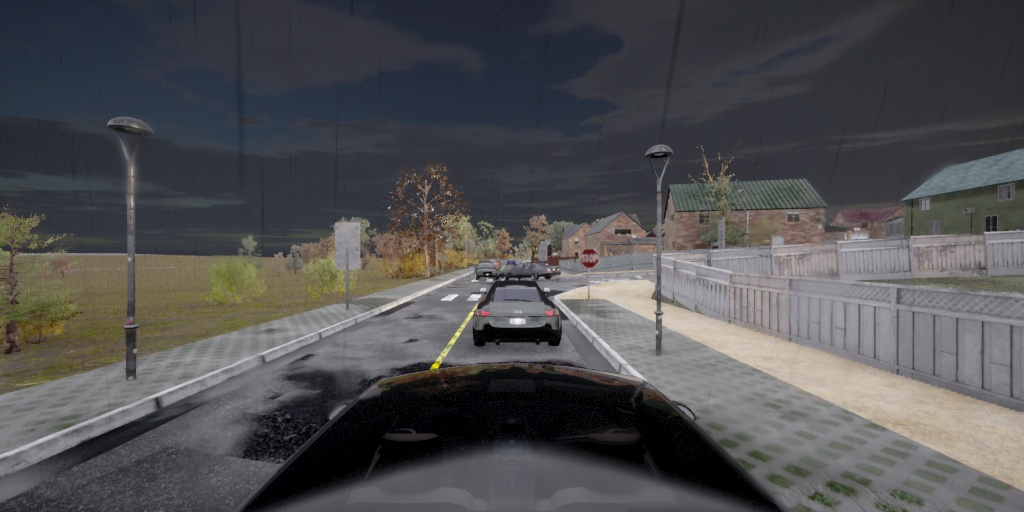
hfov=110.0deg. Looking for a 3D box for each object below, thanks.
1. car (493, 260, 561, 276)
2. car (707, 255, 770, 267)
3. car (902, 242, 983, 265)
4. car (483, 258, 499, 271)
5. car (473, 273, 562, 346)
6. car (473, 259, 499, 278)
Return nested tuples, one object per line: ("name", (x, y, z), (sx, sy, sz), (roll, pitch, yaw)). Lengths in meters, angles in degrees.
("car", (1.282, 1.198, 28.398), (5.357, 1.411, 2.033), (-4, -3, 43))
("car", (14.344, 0.413, 22.801), (4.181, 1.385, 1.994), (-3, 0, 16))
("car", (23.850, -0.208, 20.399), (4.902, 1.511, 2.128), (-3, 0, 14))
("car", (-2.949, 1.121, 51.119), (2.097, 1.767, 4.553), (0, 0, 1))
("car", (0.086, 1.313, 9.381), (1.994, 1.385, 4.181), (0, 0, -1))
("car", (-2.312, 1.258, 31.302), (1.837, 1.490, 4.892), (0, 0, -8))
